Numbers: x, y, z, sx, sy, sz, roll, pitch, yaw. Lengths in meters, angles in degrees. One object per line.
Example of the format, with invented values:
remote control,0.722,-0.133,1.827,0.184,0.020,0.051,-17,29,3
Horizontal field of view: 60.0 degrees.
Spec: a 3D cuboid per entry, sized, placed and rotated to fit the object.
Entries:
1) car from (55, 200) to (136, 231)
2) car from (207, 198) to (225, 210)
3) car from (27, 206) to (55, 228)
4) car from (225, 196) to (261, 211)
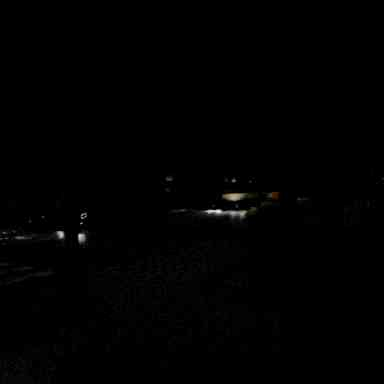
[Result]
car,-5.672,1.334,20.683,2.097,1.767,4.553,-1,0,34
car,3.576,1.383,39.948,1.994,1.385,4.181,-1,0,35
car,-8.491,1.513,22.318,2.128,1.511,4.902,-1,0,34
car,6.240,1.273,38.086,2.128,1.511,4.902,-1,0,35
